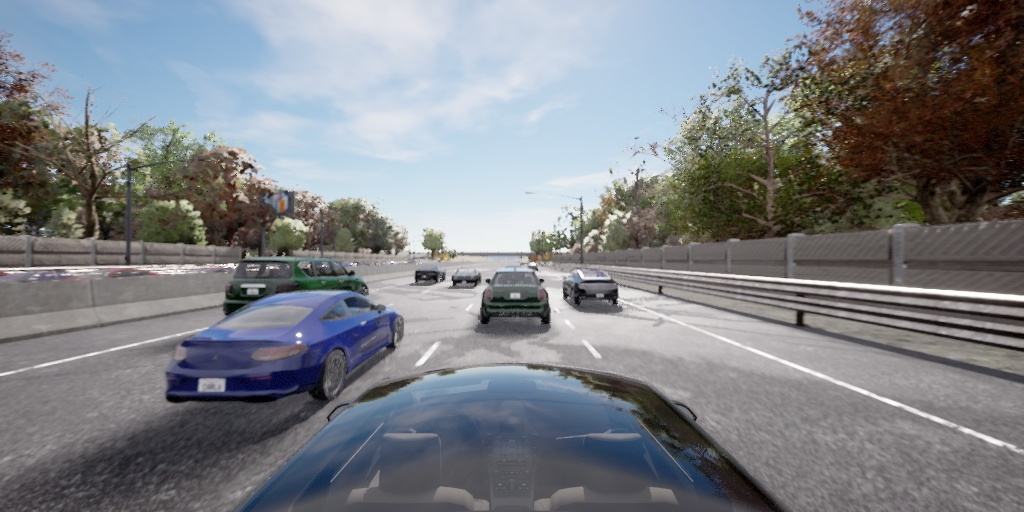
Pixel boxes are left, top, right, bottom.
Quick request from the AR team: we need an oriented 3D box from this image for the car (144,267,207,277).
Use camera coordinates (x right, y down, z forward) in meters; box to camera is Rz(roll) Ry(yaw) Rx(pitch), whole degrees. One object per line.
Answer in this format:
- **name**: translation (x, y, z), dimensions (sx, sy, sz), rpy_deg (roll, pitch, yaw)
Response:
- **car**: translation (-17.596, 1.398, 20.694), dimensions (1.882, 1.535, 5.008), rpy_deg (0, -1, 0)

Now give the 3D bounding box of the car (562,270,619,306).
- **car**: translation (3.503, 1.375, 16.673), dimensions (2.128, 1.511, 4.902), rpy_deg (0, -1, 0)

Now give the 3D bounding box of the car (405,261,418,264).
- **car**: translation (-17.511, 1.669, 62.962), dimensions (2.097, 1.767, 4.553), rpy_deg (0, -1, 0)

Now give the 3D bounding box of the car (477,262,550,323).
- **car**: translation (0.100, 1.200, 12.639), dimensions (2.097, 1.767, 4.553), rpy_deg (0, -1, 0)

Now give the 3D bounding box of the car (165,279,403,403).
- **car**: translation (-3.398, 1.317, 6.364), dimensions (1.812, 1.442, 4.674), rpy_deg (0, -1, 0)

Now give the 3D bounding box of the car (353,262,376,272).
- **car**: translation (-24.518, 1.791, 59.854), dimensions (1.837, 1.490, 4.892), rpy_deg (0, -1, 1)

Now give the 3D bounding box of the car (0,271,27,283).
- **car**: translation (-24.597, 1.449, 18.611), dimensions (2.033, 1.411, 5.357), rpy_deg (0, -1, 0)

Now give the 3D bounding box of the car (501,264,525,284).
- **car**: translation (0.104, 1.488, 30.606), dimensions (1.882, 1.535, 5.008), rpy_deg (0, -1, 0)

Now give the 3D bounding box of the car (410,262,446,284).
- **car**: translation (-6.893, 1.489, 30.679), dimensions (1.882, 1.535, 5.008), rpy_deg (0, -1, 0)

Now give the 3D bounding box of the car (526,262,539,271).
- **car**: translation (3.507, 1.867, 63.301), dimensions (2.033, 1.411, 5.357), rpy_deg (0, -1, 0)

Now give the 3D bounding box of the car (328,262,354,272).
- **car**: translation (-28.011, 1.755, 58.960), dimensions (1.882, 1.535, 5.008), rpy_deg (0, 0, 0)

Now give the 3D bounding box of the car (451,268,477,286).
- **car**: translation (-3.394, 1.585, 27.653), dimensions (1.895, 1.301, 4.718), rpy_deg (0, -1, 0)

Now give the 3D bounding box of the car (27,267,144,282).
- **car**: translation (-21.097, 1.382, 18.872), dimensions (1.882, 1.535, 5.008), rpy_deg (0, -1, 0)

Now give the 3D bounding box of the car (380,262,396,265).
- **car**: translation (-21.018, 1.786, 60.504), dimensions (2.128, 1.511, 4.902), rpy_deg (0, -1, 1)

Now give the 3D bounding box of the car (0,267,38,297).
- **car**: translation (-28.097, 1.374, 18.030), dimensions (1.882, 1.535, 5.008), rpy_deg (0, -1, 0)

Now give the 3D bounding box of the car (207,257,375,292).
- **car**: translation (-6.898, 1.065, 12.224), dimensions (2.150, 2.045, 5.566), rpy_deg (0, -1, 0)
